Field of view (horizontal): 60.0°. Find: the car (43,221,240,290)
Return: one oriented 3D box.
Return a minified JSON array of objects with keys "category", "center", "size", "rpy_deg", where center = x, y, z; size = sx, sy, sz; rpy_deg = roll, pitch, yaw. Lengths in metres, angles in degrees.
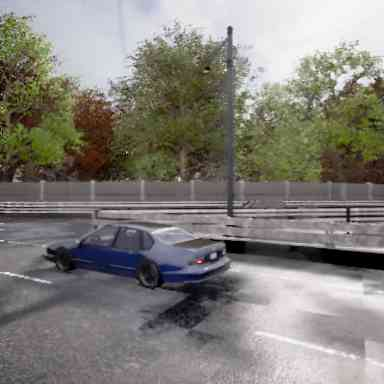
[{"category":"car","center":[-1.648,1.517,8.974],"size":[5.357,1.411,2.033],"rpy_deg":[0,0,32]}]

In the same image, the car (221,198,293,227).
[{"category":"car","center":[4.166,1.236,21.763],"size":[4.553,1.767,2.097],"rpy_deg":[0,0,-8]}]
